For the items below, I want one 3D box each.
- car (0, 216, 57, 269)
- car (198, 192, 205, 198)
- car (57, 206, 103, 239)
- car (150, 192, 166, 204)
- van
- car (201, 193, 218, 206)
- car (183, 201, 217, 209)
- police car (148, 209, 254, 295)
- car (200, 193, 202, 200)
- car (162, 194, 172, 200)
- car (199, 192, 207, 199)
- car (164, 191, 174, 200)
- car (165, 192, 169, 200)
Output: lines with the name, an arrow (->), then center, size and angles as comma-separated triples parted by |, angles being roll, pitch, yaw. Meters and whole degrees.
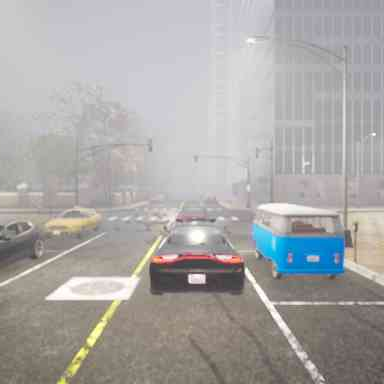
car -> -5.768, 1.499, 9.467 | 1.947, 1.339, 4.313 | 0, 0, 0
car -> 2.702, 0.840, 93.212 | 1.752, 1.417, 4.829 | 0, 0, 0
car -> -5.815, 1.407, 16.701 | 1.752, 1.417, 4.829 | 0, 0, 0
car -> -5.683, 1.167, 53.271 | 1.887, 1.381, 4.507 | 0, 0, 0
van -> 2.776, 1.274, 9.466 | 1.690, 1.788, 3.998 | 0, 0, 0
car -> 2.698, 1.103, 47.591 | 1.967, 1.590, 4.097 | 0, 0, 0
car -> 0.102, 1.432, 18.612 | 1.994, 1.385, 4.181 | 0, 0, 0
police car -> 0.099, 1.443, 8.672 | 2.038, 1.542, 4.974 | 0, 0, 0
car -> 2.698, 1.188, 53.273 | 1.947, 1.339, 4.313 | 0, 0, 0
car -> -5.681, 1.038, 76.001 | 1.802, 1.307, 4.206 | 0, 0, 0
car -> 2.701, 0.851, 81.677 | 1.967, 1.590, 4.097 | 0, 0, 0
car -> -5.681, 0.814, 70.318 | 2.192, 1.841, 5.009 | 0, 0, 0
car -> -5.683, 1.133, 58.953 | 2.008, 1.369, 4.403 | 0, 0, 0
